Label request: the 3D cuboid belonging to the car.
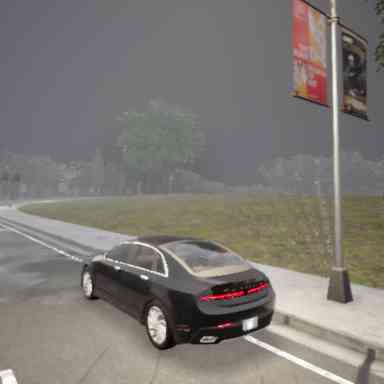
[{"bbox_3d":[-0.659,1.606,6.574,1.837,1.490,4.892,1,-1,-37],"label":"car"}]
